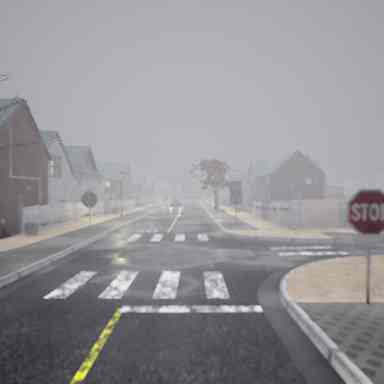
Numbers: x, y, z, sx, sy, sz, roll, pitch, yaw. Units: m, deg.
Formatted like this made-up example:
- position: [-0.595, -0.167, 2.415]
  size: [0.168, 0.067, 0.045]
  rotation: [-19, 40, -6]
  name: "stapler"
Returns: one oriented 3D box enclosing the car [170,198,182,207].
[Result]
- position: [-2.859, 1.942, 59.386]
  size: [1.837, 1.490, 4.892]
  rotation: [0, -1, 0]
  name: "car"
